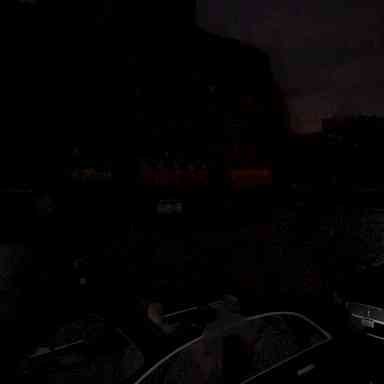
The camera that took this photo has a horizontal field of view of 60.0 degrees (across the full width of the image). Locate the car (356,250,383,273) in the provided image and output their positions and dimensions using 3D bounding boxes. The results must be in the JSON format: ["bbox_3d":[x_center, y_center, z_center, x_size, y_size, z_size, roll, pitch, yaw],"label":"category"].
[{"bbox_3d":[4.172,1.549,5.801,4.403,1.369,2.008,0,-2,-35],"label":"car"}]

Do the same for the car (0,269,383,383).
[{"bbox_3d":[-0.268,1.550,2.643,4.403,1.369,2.008,0,-2,-35],"label":"car"}]
